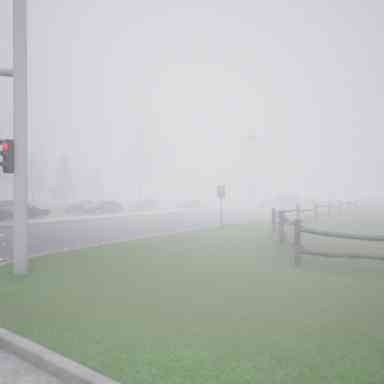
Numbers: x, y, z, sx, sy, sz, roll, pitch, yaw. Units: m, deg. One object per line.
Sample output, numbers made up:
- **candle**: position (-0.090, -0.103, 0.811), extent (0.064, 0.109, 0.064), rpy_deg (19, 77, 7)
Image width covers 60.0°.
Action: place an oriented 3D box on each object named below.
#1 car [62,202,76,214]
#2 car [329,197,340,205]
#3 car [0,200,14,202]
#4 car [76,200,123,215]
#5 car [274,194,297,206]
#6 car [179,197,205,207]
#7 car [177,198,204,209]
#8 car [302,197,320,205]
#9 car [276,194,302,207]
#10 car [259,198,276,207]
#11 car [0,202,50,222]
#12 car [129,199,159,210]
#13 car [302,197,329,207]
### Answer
- **car**: position (-12.610, 1.707, 38.516), extent (2.128, 1.511, 4.902), rpy_deg (0, 0, 35)
- **car**: position (25.052, 1.654, 59.423), extent (1.994, 1.385, 4.181), rpy_deg (0, 0, 36)
- **car**: position (-17.819, 1.567, 30.995), extent (2.097, 1.767, 4.553), rpy_deg (0, 0, 35)
- **car**: position (-9.784, 1.695, 36.444), extent (1.837, 1.490, 4.892), rpy_deg (0, 0, 35)
- **car**: position (17.063, 1.360, 60.535), extent (2.150, 2.045, 5.566), rpy_deg (0, 0, 36)
- **car**: position (0.060, 1.694, 56.676), extent (1.882, 1.535, 5.008), rpy_deg (0, 0, 35)
- **car**: position (-0.375, 1.718, 49.991), extent (1.812, 1.442, 4.674), rpy_deg (0, 0, 35)
- **car**: position (21.902, 1.618, 61.045), extent (1.837, 1.490, 4.892), rpy_deg (0, 0, 36)
- **car**: position (15.741, 1.336, 52.567), extent (2.150, 2.045, 5.566), rpy_deg (0, 0, 36)
- **car**: position (12.560, 1.703, 54.260), extent (1.994, 1.385, 4.181), rpy_deg (0, 0, 36)
- **car**: position (-15.018, 1.793, 28.889), extent (1.895, 1.301, 4.718), rpy_deg (0, 0, 35)
- **car**: position (-6.757, 1.707, 46.954), extent (2.128, 1.511, 4.902), rpy_deg (0, 0, 35)
- **car**: position (19.087, 1.569, 51.209), extent (1.882, 1.535, 5.008), rpy_deg (0, 0, 36)
